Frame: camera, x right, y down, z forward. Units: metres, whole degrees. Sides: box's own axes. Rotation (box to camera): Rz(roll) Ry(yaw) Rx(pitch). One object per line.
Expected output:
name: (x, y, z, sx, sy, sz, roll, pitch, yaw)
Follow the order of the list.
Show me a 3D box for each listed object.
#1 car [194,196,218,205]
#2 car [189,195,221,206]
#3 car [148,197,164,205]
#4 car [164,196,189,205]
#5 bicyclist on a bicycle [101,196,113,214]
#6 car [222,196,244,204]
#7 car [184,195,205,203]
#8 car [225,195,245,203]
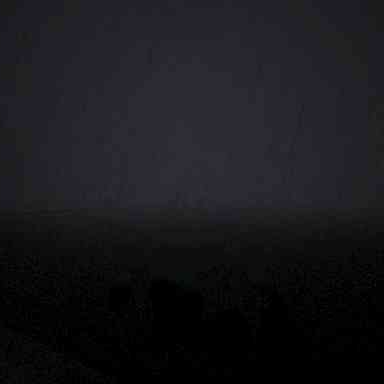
car: (2.638, 1.474, 60.384, 1.882, 1.535, 5.008, 0, 0, 35)
car: (2.089, 1.474, 53.589, 1.882, 1.535, 5.008, 0, 0, 35)
car: (-6.034, 1.559, 60.198, 1.994, 1.385, 4.181, 0, 0, 35)
car: (-2.188, 1.474, 59.592, 1.882, 1.535, 5.008, 0, 0, 35)
bicyclist on a bicycle: (-7.978, 1.154, 31.704, 1.656, 1.620, 0.582, 33, 17, 27)
car: (8.057, 1.598, 62.204, 1.895, 1.301, 4.718, 0, 0, 35)
car: (0.646, 1.473, 69.755, 1.882, 1.535, 5.008, 0, 0, 35)
car: (8.939, 1.487, 69.399, 2.128, 1.511, 4.902, 0, 0, 35)
